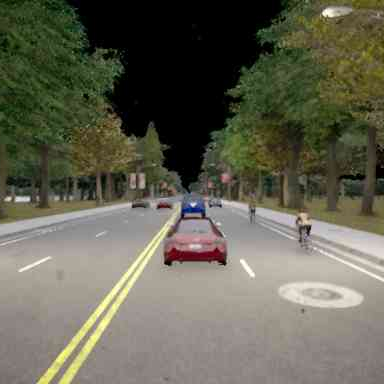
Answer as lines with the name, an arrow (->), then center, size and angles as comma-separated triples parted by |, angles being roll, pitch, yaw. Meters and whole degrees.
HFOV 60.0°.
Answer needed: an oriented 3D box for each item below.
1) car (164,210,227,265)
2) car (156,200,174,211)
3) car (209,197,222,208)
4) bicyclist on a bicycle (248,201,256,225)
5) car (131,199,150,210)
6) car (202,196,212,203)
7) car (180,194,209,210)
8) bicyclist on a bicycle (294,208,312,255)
car -> 0.101, 1.556, 11.689 | 1.994, 1.385, 4.181 | 0, 0, 0
car -> -3.330, 1.604, 41.325 | 1.895, 1.301, 4.718 | 0, 0, 0
car -> 3.358, 1.561, 49.354 | 2.033, 1.411, 5.357 | 0, 0, 0
bicyclist on a bicycle -> 4.146, 1.445, 22.808 | 0.582, 1.620, 1.656 | 0, 0, 0
car -> -6.580, 1.606, 43.024 | 1.895, 1.301, 4.718 | 0, 0, 0
car -> 3.267, 1.631, 73.427 | 1.994, 1.385, 4.181 | 0, 0, 0
car -> 0.104, 1.217, 30.265 | 2.150, 2.045, 5.566 | 0, 0, 0
bicyclist on a bicycle -> 4.143, 1.445, 12.389 | 0.582, 1.620, 1.656 | 0, 0, 0
